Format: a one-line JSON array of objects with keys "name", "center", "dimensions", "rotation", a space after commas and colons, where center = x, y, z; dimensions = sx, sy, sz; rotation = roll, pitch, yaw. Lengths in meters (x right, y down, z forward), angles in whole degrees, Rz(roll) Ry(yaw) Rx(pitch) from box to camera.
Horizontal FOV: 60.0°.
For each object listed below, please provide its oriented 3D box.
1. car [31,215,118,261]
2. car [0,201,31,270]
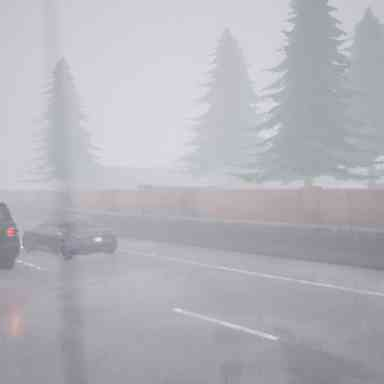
[{"name": "car", "center": [-4.625, 1.563, 12.426], "dimensions": [4.181, 1.385, 1.994], "rotation": [0, 0, 42]}, {"name": "car", "center": [-7.195, 1.217, 10.012], "dimensions": [5.566, 2.045, 2.150], "rotation": [0, 0, 42]}]
